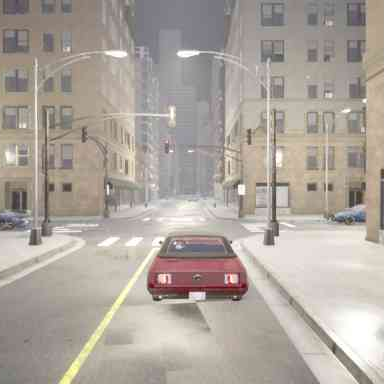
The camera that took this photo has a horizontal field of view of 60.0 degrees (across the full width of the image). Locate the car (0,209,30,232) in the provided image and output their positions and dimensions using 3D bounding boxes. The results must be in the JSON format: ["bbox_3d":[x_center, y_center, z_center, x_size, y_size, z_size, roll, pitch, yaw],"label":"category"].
[{"bbox_3d":[-12.159,1.557,19.749,4.674,1.442,1.812,0,0,-3],"label":"car"}]

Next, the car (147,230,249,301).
[{"bbox_3d":[0.093,1.601,8.261,1.895,1.301,4.718,0,0,0],"label":"car"}]

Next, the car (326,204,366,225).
[{"bbox_3d":[12.198,1.512,22.852,5.357,1.411,2.033,0,0,3],"label":"car"}]

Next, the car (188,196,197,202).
[{"bbox_3d":[0.098,1.567,75.174,1.895,1.301,4.718,0,0,0],"label":"car"}]
